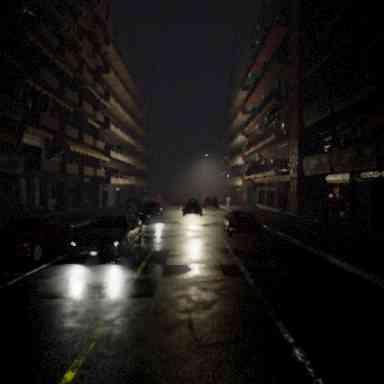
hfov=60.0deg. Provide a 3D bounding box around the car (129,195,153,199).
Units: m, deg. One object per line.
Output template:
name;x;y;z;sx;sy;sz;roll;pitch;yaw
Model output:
car;-5.759;1.356;34.650;2.192;1.841;5.009;-1;0;0

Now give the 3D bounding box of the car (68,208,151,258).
car;-3.111;1.565;13.185;2.033;1.411;5.357;0;0;0

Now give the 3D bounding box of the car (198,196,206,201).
car;2.549;1.629;85.702;1.947;1.339;4.313;-1;0;0

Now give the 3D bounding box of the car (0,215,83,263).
car;-5.721;1.562;11.992;1.887;1.381;4.507;-1;0;0

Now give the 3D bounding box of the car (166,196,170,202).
car;-5.799;1.605;62.972;1.887;1.381;4.507;-1;0;0

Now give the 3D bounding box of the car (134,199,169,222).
car;-3.139;1.536;26.556;1.837;1.490;4.892;0;0;0

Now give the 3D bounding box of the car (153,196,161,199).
car;-5.773;1.595;45.980;1.887;1.381;4.507;-1;0;0

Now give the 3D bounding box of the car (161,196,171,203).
car;-5.816;1.629;74.303;1.947;1.339;4.313;-1;0;0

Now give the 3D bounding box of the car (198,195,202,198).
car;0.034;1.553;43.559;1.837;1.490;4.892;0;0;0

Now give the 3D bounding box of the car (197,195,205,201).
car;2.538;1.614;91.368;2.008;1.369;4.403;-1;0;0

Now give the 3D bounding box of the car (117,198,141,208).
car;-5.747;1.560;28.815;1.752;1.417;4.829;-1;0;0

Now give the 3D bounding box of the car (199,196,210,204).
car;2.545;1.625;68.709;1.947;1.339;4.313;-1;0;0

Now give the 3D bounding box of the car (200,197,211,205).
car;2.548;1.602;63.045;1.887;1.381;4.507;-1;0;0

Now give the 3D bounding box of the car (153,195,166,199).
car;-5.785;1.370;51.643;2.192;1.841;5.009;-1;0;0

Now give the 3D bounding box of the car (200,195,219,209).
car;2.570;1.363;46.051;2.192;1.841;5.009;-1;0;0

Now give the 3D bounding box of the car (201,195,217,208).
car;2.561;1.367;51.716;2.192;1.841;5.009;-1;0;0

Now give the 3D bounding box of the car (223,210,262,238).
car;2.618;1.602;17.730;1.802;1.307;4.206;-1;0;0

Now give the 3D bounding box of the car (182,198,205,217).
car;0.059;1.562;32.035;1.812;1.442;4.674;0;0;0
